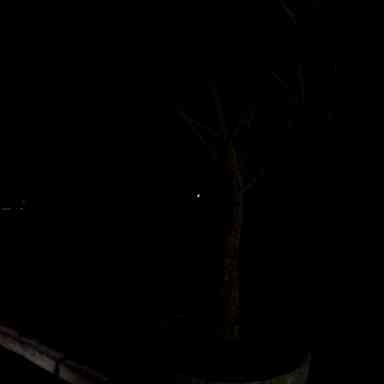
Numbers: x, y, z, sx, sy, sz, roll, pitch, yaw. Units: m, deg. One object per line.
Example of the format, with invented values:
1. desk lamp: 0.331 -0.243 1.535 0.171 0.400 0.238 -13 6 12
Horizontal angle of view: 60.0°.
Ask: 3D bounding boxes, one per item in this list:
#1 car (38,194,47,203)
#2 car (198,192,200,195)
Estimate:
1. car: -19.507 1.047 41.449 2.097 1.767 4.553 1 0 32
2. car: 2.790 0.929 69.980 2.150 2.045 5.566 1 0 32
